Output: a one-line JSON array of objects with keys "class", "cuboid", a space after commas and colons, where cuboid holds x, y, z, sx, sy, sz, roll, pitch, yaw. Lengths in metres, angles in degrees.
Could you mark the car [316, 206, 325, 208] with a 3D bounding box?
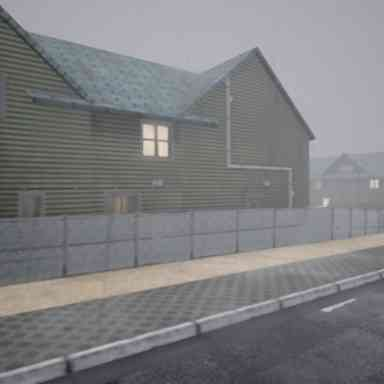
[{"class": "car", "cuboid": [12.043, 2.051, 30.346, 1.812, 1.442, 4.674, -1, -1, -36]}]
